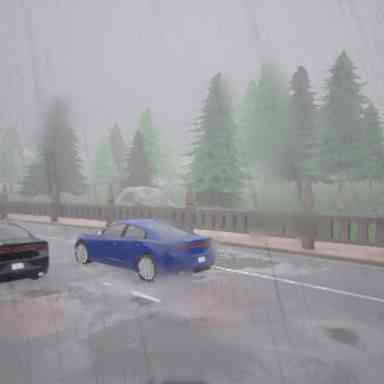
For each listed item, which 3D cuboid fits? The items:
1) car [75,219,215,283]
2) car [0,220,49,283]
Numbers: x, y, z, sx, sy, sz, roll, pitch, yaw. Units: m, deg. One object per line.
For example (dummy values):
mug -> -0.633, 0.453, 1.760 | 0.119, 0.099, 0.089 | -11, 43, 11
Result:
car -> -1.630, 1.552, 10.082 | 5.008, 1.535, 1.882 | 0, -1, 41
car -> -5.761, 1.484, 8.999 | 5.008, 1.535, 1.882 | 0, -1, 40
